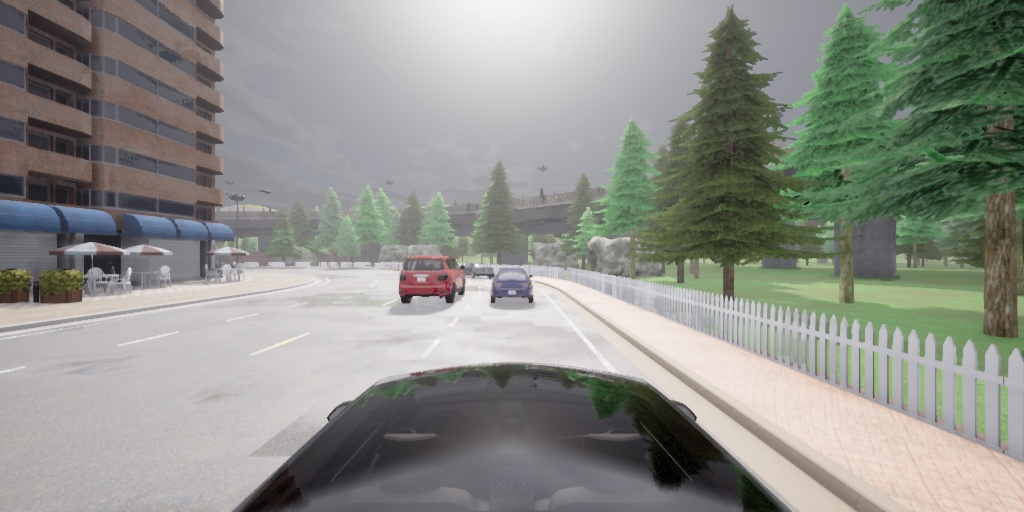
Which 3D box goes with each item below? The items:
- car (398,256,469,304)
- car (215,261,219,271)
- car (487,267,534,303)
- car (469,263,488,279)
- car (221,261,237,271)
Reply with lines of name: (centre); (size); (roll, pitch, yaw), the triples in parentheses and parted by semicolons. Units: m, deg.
car: (-3.500, 1.008, 16.530); (2.150, 2.045, 5.566); (0, 0, 0)
car: (-38.460, 1.154, 42.883); (4.553, 1.767, 2.097); (0, 0, 0)
car: (0.000, 1.283, 16.500); (1.812, 1.442, 4.674); (0, 0, 0)
car: (-3.304, 1.313, 33.316); (2.033, 1.411, 5.357); (0, 0, -25)
car: (-38.458, 1.352, 46.383); (5.357, 1.411, 2.033); (0, 0, 0)
